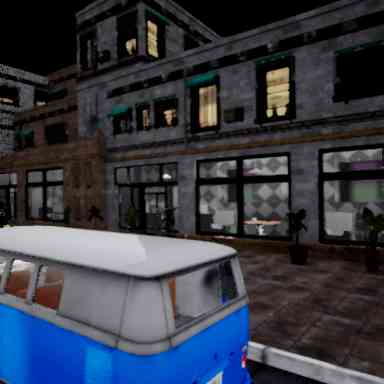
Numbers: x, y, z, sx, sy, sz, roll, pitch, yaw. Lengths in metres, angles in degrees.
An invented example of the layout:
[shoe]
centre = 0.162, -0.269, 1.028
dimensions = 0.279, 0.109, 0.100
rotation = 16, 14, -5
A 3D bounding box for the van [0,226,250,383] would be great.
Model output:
[van]
centre = -1.327, 1.357, 3.835
dimensions = 3.998, 1.788, 1.690
rotation = 0, -1, 36
